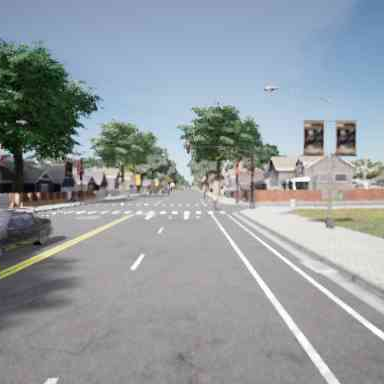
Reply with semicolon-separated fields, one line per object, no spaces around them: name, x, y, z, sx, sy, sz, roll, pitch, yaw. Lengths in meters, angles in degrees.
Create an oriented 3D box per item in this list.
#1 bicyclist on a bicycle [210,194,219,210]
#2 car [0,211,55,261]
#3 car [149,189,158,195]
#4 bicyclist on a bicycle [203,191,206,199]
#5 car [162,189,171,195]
bicyclist on a bicycle;2.242;0.955;32.743;0.866;1.612;1.509;0;1;0
car;-6.593;1.379;11.432;2.033;1.411;5.357;0;1;0
car;-9.734;-0.131;84.480;2.128;1.511;4.902;0;1;0
bicyclist on a bicycle;2.260;0.580;58.710;0.582;1.620;1.656;0;1;0
car;-6.485;-0.131;84.480;2.128;1.511;4.902;0;1;0
